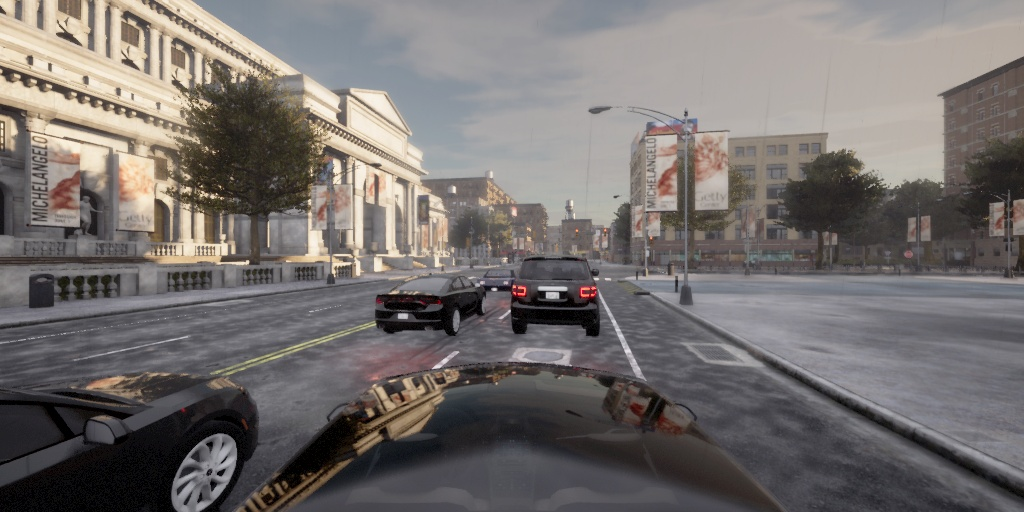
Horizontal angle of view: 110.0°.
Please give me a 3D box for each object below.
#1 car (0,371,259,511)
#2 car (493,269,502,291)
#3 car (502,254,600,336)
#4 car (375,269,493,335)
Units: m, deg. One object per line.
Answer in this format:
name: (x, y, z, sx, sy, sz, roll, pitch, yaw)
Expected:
car: (-3.203, 1.255, 1.258, 1.837, 1.490, 4.892, 0, 0, 0)
car: (-0.445, 1.351, 19.772, 1.895, 1.301, 4.718, 0, 0, 11)
car: (1.381, 0.971, 10.636, 2.150, 2.045, 5.566, 0, 0, 10)
car: (-2.106, 1.228, 10.651, 1.882, 1.535, 5.008, 0, 0, 9)
